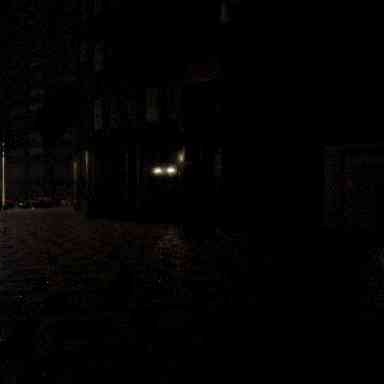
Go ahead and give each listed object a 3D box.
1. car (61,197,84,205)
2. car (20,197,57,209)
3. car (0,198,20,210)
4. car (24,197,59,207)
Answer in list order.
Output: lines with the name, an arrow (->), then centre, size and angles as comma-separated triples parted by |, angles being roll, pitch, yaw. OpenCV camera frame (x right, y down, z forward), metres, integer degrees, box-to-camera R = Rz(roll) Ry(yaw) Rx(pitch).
car -> -19.875, 1.469, 55.719 | 1.802, 1.307, 4.206 | 0, 0, 35
car -> -19.280, 1.484, 41.572 | 1.947, 1.339, 4.313 | 0, 0, 35
car -> -22.483, 1.237, 36.930 | 2.192, 1.841, 5.009 | 0, 0, 35
car -> -23.078, 1.435, 51.078 | 1.887, 1.381, 4.507 | 0, 0, 35
